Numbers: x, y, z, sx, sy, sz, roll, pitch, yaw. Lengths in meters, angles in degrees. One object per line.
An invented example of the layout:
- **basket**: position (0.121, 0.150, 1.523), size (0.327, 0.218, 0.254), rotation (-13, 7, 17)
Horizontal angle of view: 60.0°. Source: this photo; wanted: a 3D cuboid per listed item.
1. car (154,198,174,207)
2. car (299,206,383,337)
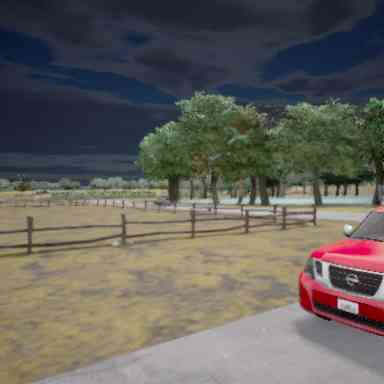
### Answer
- **car**: position (-5.044, 1.783, 59.720), size (1.837, 1.490, 4.892), rotation (-3, 1, -35)
- **car**: position (4.415, 1.232, 6.206), size (5.566, 2.045, 2.150), rotation (0, 0, -35)
